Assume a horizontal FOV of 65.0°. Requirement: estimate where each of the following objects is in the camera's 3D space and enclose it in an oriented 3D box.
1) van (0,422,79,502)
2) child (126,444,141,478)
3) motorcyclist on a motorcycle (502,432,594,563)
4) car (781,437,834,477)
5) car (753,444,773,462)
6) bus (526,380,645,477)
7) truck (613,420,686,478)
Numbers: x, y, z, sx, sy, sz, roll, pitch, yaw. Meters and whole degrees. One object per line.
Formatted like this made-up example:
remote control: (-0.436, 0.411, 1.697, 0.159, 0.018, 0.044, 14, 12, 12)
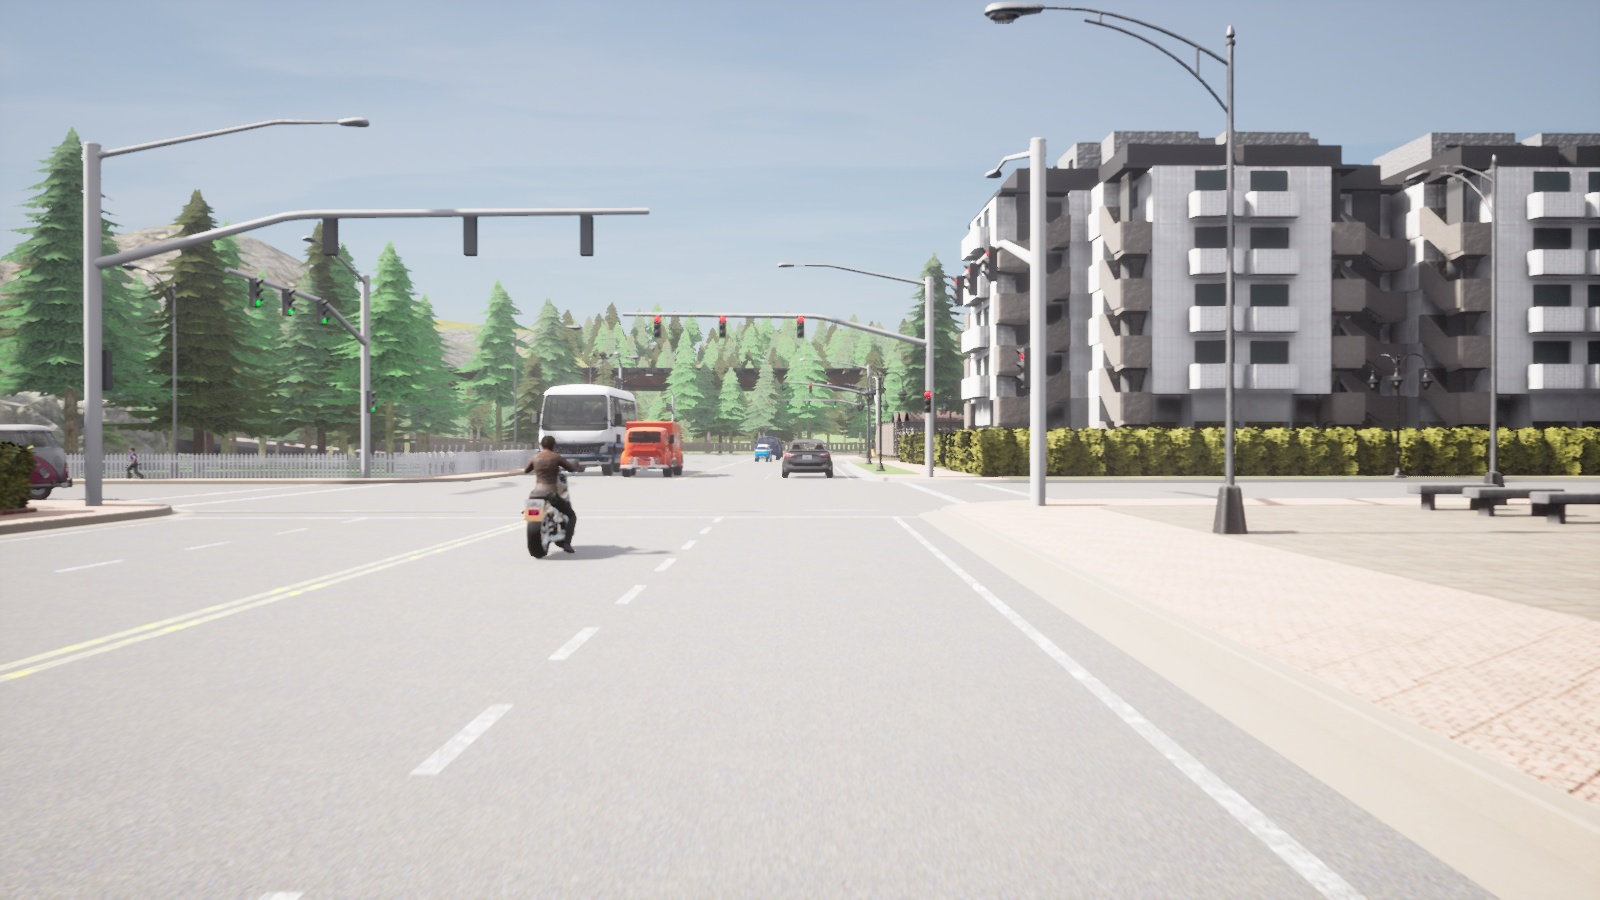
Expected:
van: (-21.251, 0.300, 32.235, 4.442, 1.987, 1.775, 0, 0, -1)
child: (-24.768, 0.402, 46.664, 0.437, 1.263, 0.270, 0, 0, -1)
motorcyclist on a motorcycle: (-3.388, 0.598, 17.085, 0.766, 1.649, 2.350, 0, 0, 0)
car: (0.329, 0.279, 55.340, 2.242, 1.667, 4.611, 0, 0, 0)
car: (-2.923, 0.240, 99.099, 1.481, 1.376, 2.207, 0, 1, 0)
bus: (-10.139, -0.980, 60.720, 3.944, 4.253, 10.273, 0, 0, 0)
truck: (-6.666, -0.062, 56.197, 2.627, 2.467, 5.204, 0, 0, 0)
